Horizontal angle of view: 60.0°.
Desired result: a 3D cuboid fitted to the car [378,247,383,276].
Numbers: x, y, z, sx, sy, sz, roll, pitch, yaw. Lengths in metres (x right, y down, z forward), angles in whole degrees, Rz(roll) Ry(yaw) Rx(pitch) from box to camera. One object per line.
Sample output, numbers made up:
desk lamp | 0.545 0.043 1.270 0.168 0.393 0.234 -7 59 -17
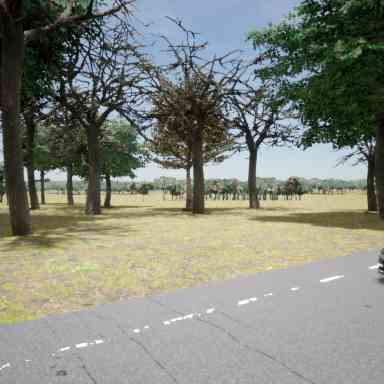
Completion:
car | 6.867 1.502 8.918 4.892 1.490 1.837 0 0 -36
